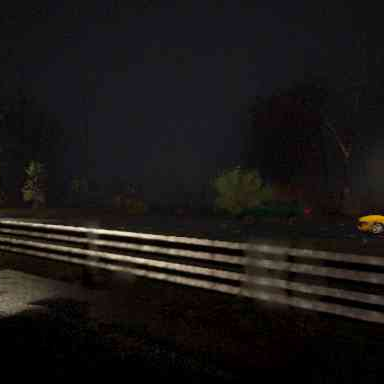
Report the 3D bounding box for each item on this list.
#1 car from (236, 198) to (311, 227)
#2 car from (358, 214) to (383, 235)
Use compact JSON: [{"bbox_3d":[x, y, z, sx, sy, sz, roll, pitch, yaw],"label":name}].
[{"bbox_3d":[6.253,1.507,25.754,5.566,2.045,2.150,0,0,15],"label":"car"},{"bbox_3d":[12.928,1.794,20.373,5.008,1.535,1.882,0,0,15],"label":"car"}]
